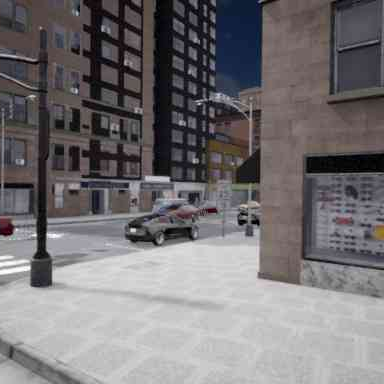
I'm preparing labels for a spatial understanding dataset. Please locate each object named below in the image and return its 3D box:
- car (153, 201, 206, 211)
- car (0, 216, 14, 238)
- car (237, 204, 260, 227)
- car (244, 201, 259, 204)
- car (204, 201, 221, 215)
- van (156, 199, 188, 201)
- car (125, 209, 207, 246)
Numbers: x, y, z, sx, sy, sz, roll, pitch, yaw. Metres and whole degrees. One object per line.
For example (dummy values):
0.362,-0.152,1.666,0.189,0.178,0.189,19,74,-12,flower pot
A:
-1.155,1.701,27.008,1.812,1.442,4.674,1,0,36,car
-10.640,1.512,14.640,1.882,1.535,5.008,1,0,43,car
5.014,1.847,25.396,1.947,1.339,4.313,0,0,36,car
7.617,1.818,43.624,1.752,1.417,4.829,0,0,36,car
1.301,1.640,34.835,1.967,1.590,4.097,0,0,36,car
-1.905,1.497,30.372,1.690,1.788,3.998,1,0,36,van
-1.402,1.761,16.469,1.947,1.339,4.313,0,0,36,car
